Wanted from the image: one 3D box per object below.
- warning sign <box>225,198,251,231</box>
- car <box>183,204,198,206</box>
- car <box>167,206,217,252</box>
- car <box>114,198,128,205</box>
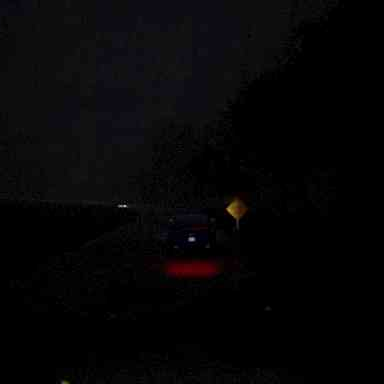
[{"bbox_3d":[2.635,1.277,19.211,1.300,1.860,1.060,-1,-1,0],"label":"warning sign"},{"bbox_3d":[-0.125,1.772,29.074,2.033,1.411,5.357,0,0,-3],"label":"car"},{"bbox_3d":[-0.007,1.589,14.471,1.882,1.535,5.008,-1,-1,0],"label":"car"},{"bbox_3d":[-14.559,1.958,67.844,1.994,1.385,4.181,1,-1,-28],"label":"car"}]
